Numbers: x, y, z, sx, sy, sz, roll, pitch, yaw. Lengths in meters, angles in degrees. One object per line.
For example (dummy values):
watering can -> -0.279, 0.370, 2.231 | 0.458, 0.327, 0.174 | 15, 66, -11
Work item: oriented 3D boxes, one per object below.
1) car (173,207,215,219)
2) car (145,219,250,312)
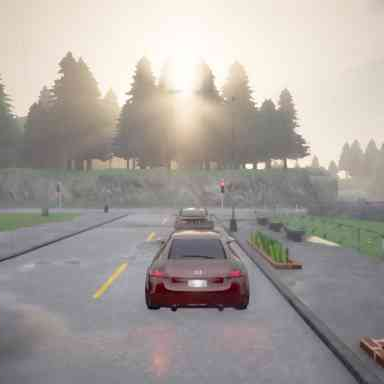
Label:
car -> 0.091, 1.505, 16.721 | 1.837, 1.490, 4.892 | 0, 0, 0
car -> 0.096, 1.564, 7.809 | 1.994, 1.385, 4.181 | 0, 0, 0
